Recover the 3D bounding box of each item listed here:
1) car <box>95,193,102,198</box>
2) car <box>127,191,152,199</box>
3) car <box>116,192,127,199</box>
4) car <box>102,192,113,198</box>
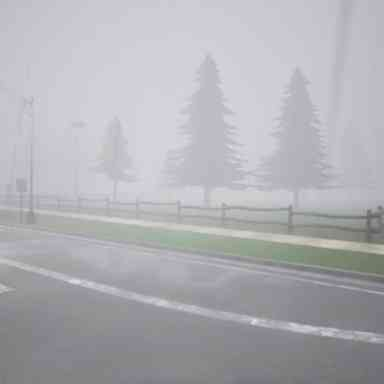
[{"bbox_3d":[-19.018,0.639,72.800,1.994,1.385,4.181,1,1,35],"label":"car"},{"bbox_3d":[-10.199,0.606,67.106,2.097,1.767,4.553,1,1,35],"label":"car"},{"bbox_3d":[-13.310,0.793,68.752,1.895,1.301,4.718,1,1,35],"label":"car"},{"bbox_3d":[-16.155,0.666,70.788,1.812,1.442,4.674,1,1,35],"label":"car"}]
